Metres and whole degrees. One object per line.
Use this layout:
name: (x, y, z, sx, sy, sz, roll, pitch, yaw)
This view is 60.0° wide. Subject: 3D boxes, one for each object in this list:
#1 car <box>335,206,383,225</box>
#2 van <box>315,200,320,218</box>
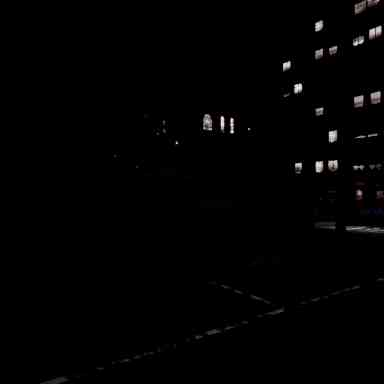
car: (13.136, 1.722, 23.840, 2.033, 1.411, 5.357, 0, -1, -35)
van: (10.486, 1.646, 32.536, 1.690, 1.788, 3.998, -1, 0, -36)
